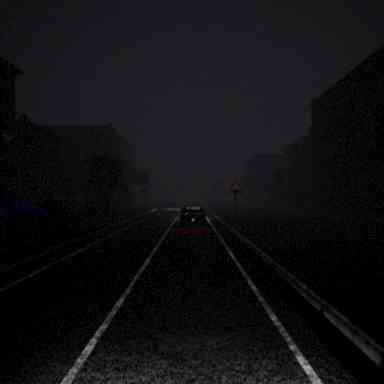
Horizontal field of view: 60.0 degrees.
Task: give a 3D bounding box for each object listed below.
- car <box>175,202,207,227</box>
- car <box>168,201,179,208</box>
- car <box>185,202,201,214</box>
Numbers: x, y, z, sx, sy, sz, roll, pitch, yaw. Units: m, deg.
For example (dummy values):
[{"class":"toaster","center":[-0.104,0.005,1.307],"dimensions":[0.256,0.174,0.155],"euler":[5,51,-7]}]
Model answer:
[{"class":"car","center":[0.075,1.734,25.218],"dimensions":[2.128,1.511,4.902],"euler":[0,-1,0]},{"class":"car","center":[-3.104,2.137,57.719],"dimensions":[1.895,1.301,4.718],"euler":[0,0,1]},{"class":"car","center":[0.060,2.010,41.786],"dimensions":[1.895,1.301,4.718],"euler":[0,-1,0]}]
